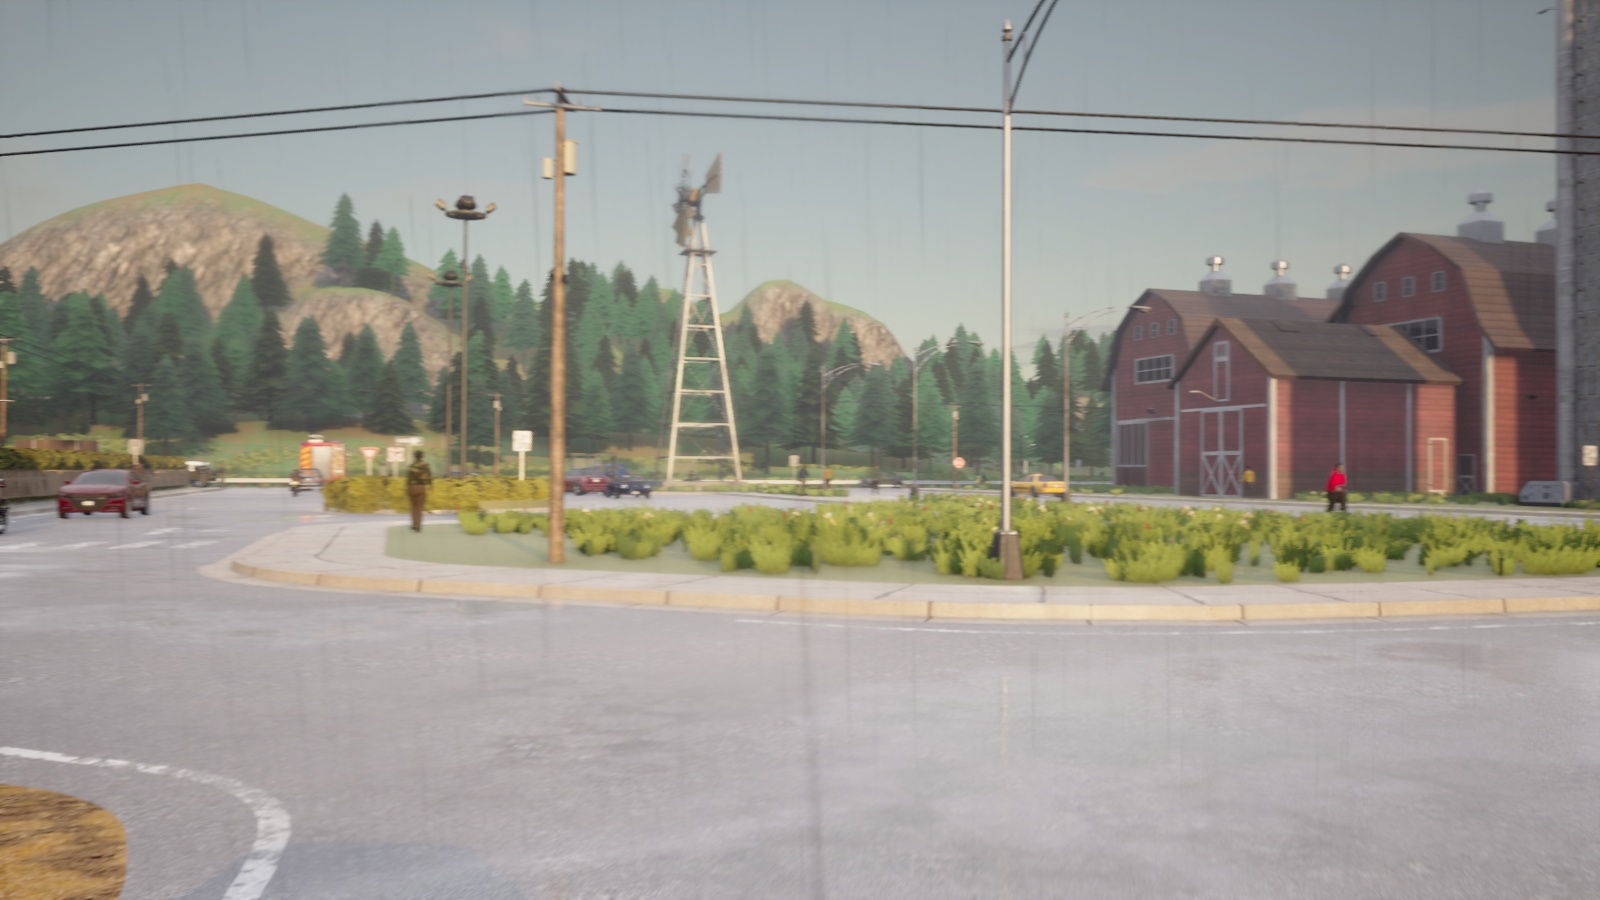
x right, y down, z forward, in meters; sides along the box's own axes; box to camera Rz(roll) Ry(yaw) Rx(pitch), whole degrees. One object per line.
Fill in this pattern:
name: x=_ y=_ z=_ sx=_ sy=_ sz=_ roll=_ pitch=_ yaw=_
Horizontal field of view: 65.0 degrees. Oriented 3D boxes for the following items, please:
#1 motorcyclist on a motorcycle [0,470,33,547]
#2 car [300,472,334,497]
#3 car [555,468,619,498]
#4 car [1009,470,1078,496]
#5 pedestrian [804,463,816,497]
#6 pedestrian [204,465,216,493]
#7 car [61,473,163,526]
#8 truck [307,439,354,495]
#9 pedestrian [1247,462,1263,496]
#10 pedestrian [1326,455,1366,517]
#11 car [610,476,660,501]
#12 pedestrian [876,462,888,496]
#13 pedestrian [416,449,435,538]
motorcyclist on a motorcycle: x=-17.826 y=1.273 z=27.874 sx=0.766 sy=1.649 sz=2.350 roll=0 pitch=-1 yaw=-16
car: x=-30.743 y=2.207 z=80.051 sx=1.789 sy=1.549 sz=3.705 roll=0 pitch=-1 yaw=-18
car: x=-13.103 y=2.000 z=77.218 sx=2.097 sy=1.767 sz=4.553 roll=1 pitch=-1 yaw=-35
car: x=15.097 y=2.036 z=78.239 sx=1.801 sy=1.575 sz=5.366 roll=0 pitch=-1 yaw=-18
pedestrian: x=0.527 y=1.620 z=68.477 sx=0.370 sy=1.835 sz=0.726 roll=0 pitch=-1 yaw=-24
pedestrian: x=-40.351 y=2.003 z=85.926 sx=0.563 sy=1.883 sz=0.849 roll=0 pitch=-1 yaw=-10
car: x=-21.453 y=1.501 z=39.370 sx=1.882 sy=1.535 sz=5.008 roll=0 pitch=-1 yaw=-18
truck: x=-33.386 y=1.228 z=89.510 sx=2.891 sy=3.827 sz=8.468 roll=0 pitch=-1 yaw=-19
pedestrian: x=24.165 y=1.538 z=66.656 sx=0.431 sy=1.840 sz=0.709 roll=0 pitch=-1 yaw=-19
pedestrian: x=16.283 y=1.064 z=37.484 sx=0.634 sy=1.844 sz=0.899 roll=0 pitch=-1 yaw=-19
car: x=-9.093 y=2.095 z=68.986 sx=1.895 sy=1.301 sz=4.718 roll=0 pitch=-1 yaw=-18
pedestrian: x=4.750 y=1.677 z=72.426 sx=0.423 sy=1.949 sz=0.788 roll=0 pitch=-1 yaw=-18
pedestrian: x=-8.289 y=0.955 z=27.785 sx=0.395 sy=1.930 sz=0.692 roll=0 pitch=-1 yaw=-17
